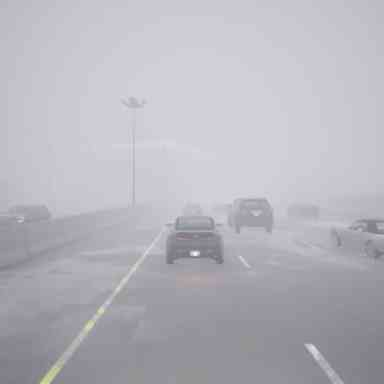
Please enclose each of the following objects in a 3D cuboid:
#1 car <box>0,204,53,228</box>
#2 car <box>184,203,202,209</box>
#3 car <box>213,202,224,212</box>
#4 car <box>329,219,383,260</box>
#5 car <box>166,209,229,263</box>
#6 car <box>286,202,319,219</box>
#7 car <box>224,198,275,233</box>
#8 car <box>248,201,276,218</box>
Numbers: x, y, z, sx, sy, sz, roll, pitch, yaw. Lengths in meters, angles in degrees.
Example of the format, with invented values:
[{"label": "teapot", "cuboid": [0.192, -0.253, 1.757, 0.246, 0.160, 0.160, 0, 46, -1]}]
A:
[{"label": "car", "cuboid": [-10.510, 1.573, 20.792, 2.097, 1.767, 4.553, 0, 0, 0]}, {"label": "car", "cuboid": [0.083, 1.820, 33.714, 1.994, 1.385, 4.181, 0, 0, 0]}, {"label": "car", "cuboid": [3.580, 1.904, 40.043, 1.895, 1.301, 4.718, 0, 0, 0]}, {"label": "car", "cuboid": [7.094, 1.699, 12.851, 1.895, 1.301, 4.718, 0, 0, 0]}, {"label": "car", "cuboid": [0.094, 1.599, 12.357, 1.837, 1.490, 4.892, 0, 0, 0]}, {"label": "car", "cuboid": [10.585, 1.721, 32.074, 1.882, 1.535, 5.008, 0, 0, 0]}, {"label": "car", "cuboid": [3.590, 1.383, 21.184, 2.150, 2.045, 5.566, 0, 0, 0]}, {"label": "car", "cuboid": [7.083, 1.737, 34.148, 1.882, 1.535, 5.008, 0, 0, 0]}]
